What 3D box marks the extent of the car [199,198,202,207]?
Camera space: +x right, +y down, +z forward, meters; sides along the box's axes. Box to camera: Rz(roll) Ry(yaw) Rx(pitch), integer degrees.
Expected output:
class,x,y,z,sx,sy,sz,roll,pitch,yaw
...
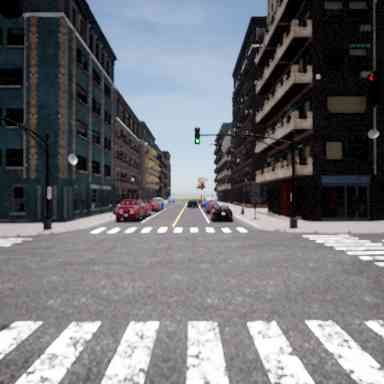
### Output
class,x,y,z,sx,sy,sz,roll,pitch,yaw
car,2.596,1.959,57.001,1.967,1.590,4.097,0,-1,0

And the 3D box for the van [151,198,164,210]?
class,x,y,z,sx,sy,sz,roll,pitch,yaw
van,-5.287,1.811,51.453,1.690,1.788,3.998,0,-1,0

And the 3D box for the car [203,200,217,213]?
class,x,y,z,sx,sy,sz,roll,pitch,yaw
car,2.587,1.954,40.344,1.802,1.307,4.206,0,-1,0

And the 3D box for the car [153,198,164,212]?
class,x,y,z,sx,sy,sz,roll,pitch,yaw
car,-5.290,1.966,45.900,1.887,1.381,4.507,0,-1,0

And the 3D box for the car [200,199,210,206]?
class,x,y,z,sx,sy,sz,roll,pitch,yaw
car,2.602,2.167,68.104,2.008,1.369,4.403,0,0,0

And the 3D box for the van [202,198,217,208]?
class,x,y,z,sx,sy,sz,roll,pitch,yaw
van,2.591,1.762,45.898,1.690,1.788,3.998,0,-1,0

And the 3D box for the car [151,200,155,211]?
class,x,y,z,sx,sy,sz,roll,pitch,yaw
car,-5.296,1.867,34.796,1.887,1.381,4.507,0,-1,0

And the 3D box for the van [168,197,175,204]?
class,x,y,z,sx,sy,sz,roll,pitch,yaw
van,-5.269,2.100,84.764,1.690,1.788,3.998,0,0,0

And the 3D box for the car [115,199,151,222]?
class,x,y,z,sx,sy,sz,roll,pitch,yaw
car,-5.299,1.587,29.247,2.192,1.841,5.009,0,-1,0

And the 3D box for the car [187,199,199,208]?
class,x,y,z,sx,sy,sz,roll,pitch,yaw
car,0.130,2.050,59.910,1.837,1.490,4.892,0,0,0

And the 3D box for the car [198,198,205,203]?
class,x,y,z,sx,sy,sz,roll,pitch,yaw
car,2.613,2.350,90.311,1.887,1.381,4.507,0,0,0

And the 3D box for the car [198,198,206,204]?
class,x,y,z,sx,sy,sz,roll,pitch,yaw
car,2.610,2.303,84.759,1.887,1.381,4.507,0,0,0

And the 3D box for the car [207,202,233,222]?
class,x,y,z,sx,sy,sz,roll,pitch,yaw
car,2.581,1.838,29.241,1.947,1.339,4.313,0,-1,0
